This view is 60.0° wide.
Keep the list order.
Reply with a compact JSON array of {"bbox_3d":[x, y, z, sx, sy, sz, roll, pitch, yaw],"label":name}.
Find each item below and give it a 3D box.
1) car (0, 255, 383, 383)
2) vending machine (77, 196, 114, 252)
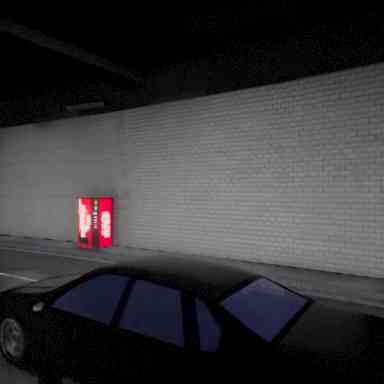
[{"bbox_3d":[-0.439,1.548,4.108,5.357,1.411,2.033,0,0,33],"label":"car"},{"bbox_3d":[-3.784,1.195,13.047,0.880,2.100,1.100,0,0,29],"label":"vending machine"}]
